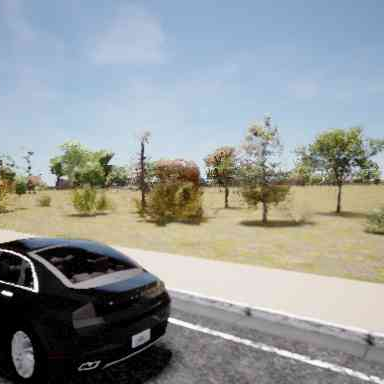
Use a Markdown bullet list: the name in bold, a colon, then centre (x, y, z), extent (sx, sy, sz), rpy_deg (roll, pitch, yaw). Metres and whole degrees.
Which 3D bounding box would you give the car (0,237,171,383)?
- **car**: centre (-2.571, 1.505, 5.421), extent (4.892, 1.490, 1.837), rpy_deg (0, 0, 36)
